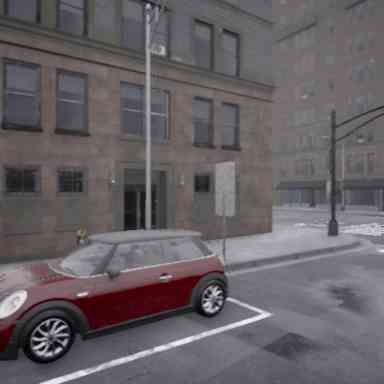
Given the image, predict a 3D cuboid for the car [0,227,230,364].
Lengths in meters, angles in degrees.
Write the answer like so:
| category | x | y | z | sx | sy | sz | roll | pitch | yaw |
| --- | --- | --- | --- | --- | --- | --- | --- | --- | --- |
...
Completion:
| category | x | y | z | sx | sy | sz | roll | pitch | yaw |
| --- | --- | --- | --- | --- | --- | --- | --- | --- | --- |
| car | -1.362 | 1.441 | 5.792 | 4.097 | 1.590 | 1.967 | 0 | 0 | -35 |
